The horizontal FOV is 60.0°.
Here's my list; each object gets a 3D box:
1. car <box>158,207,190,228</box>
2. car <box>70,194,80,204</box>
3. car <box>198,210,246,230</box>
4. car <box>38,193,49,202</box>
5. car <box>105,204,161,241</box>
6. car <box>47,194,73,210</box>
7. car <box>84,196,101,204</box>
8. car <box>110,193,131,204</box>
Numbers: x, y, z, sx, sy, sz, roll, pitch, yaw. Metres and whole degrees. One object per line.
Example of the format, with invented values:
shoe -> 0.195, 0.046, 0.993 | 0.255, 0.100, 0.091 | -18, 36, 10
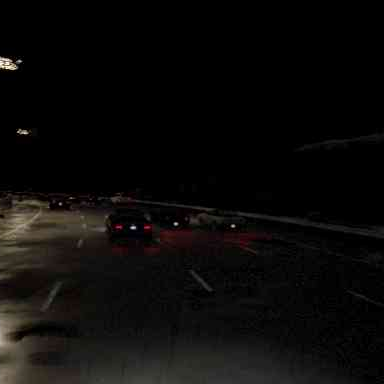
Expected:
car -> -1.735, 1.735, 23.522 | 1.895, 1.301, 4.718 | 3, -1, -19
car -> -19.816, 1.167, 54.941 | 1.837, 1.490, 4.892 | 4, -1, -31
car -> 1.960, 1.887, 23.523 | 1.895, 1.301, 4.718 | 3, -1, -18
car -> -24.961, 0.943, 56.637 | 1.882, 1.535, 5.008 | 3, -1, -32
car -> -3.237, 1.558, 16.532 | 2.033, 1.411, 5.357 | 3, -1, -17
car -> -15.212, 1.269, 38.152 | 1.994, 1.385, 4.181 | 3, -1, -25
car -> -17.176, 1.354, 57.215 | 1.994, 1.385, 4.181 | 3, -1, -31
car -> -12.004, 1.213, 55.734 | 2.150, 2.045, 5.566 | 3, -1, -30
